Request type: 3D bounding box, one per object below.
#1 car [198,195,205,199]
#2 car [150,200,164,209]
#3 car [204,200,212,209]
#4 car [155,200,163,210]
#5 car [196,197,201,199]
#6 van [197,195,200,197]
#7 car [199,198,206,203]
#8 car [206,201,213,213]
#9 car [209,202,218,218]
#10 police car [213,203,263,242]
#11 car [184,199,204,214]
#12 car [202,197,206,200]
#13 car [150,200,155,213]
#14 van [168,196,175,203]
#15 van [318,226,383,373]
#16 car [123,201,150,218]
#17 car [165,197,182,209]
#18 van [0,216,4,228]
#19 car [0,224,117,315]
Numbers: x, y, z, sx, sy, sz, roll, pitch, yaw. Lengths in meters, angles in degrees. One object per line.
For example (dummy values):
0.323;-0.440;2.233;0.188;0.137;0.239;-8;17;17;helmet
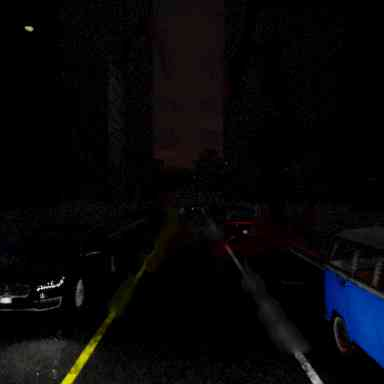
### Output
2.833;2.174;81.980;1.752;1.417;4.829;-1;0;0;car
-5.719;2.032;54.840;1.947;1.339;4.313;-1;0;0;car
2.791;1.899;39.221;2.008;1.369;4.403;-1;0;0;car
-5.724;1.978;49.461;2.008;1.369;4.403;-1;0;0;car
0.051;1.938;50.209;1.837;1.490;4.892;0;0;0;car
2.837;2.023;87.491;1.690;1.788;3.998;-1;0;0;van
2.845;2.280;93.169;1.947;1.339;4.313;-1;0;0;car
2.786;1.871;34.020;1.947;1.339;4.313;-1;0;0;car
2.781;1.827;28.816;1.947;1.339;4.313;-1;0;0;car
2.383;1.586;17.436;1.930;1.638;5.238;0;-1;0;police car
0.075;1.919;40.184;1.994;1.385;4.181;0;-1;0;car
2.801;1.956;49.797;1.752;1.417;4.829;-1;0;0;car
-5.735;1.925;38.705;1.802;1.307;4.206;-1;0;0;car
-5.683;2.054;93.171;1.690;1.788;3.998;-1;0;0;van
2.790;1.376;3.548;1.690;1.788;3.998;-1;-1;0;van
-5.741;1.843;33.328;1.887;1.381;4.507;-1;-1;0;car
-2.957;2.006;53.731;2.033;1.411;5.357;0;0;0;car
-5.769;1.408;7.246;1.690;1.788;3.998;-1;-1;0;van
-3.094;1.580;7.949;1.837;1.490;4.892;0;-1;0;car
